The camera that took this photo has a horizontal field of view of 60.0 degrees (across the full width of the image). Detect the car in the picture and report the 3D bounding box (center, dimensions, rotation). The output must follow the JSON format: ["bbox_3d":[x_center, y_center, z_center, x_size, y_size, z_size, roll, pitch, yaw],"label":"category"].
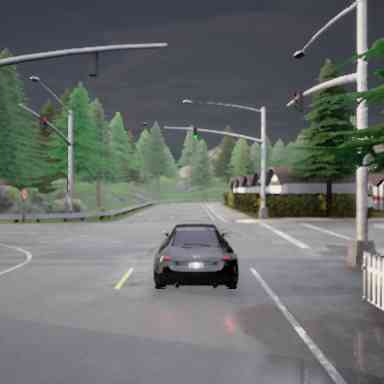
[{"bbox_3d":[0.094,1.557,9.214,1.994,1.385,4.181,0,0,0],"label":"car"}]
